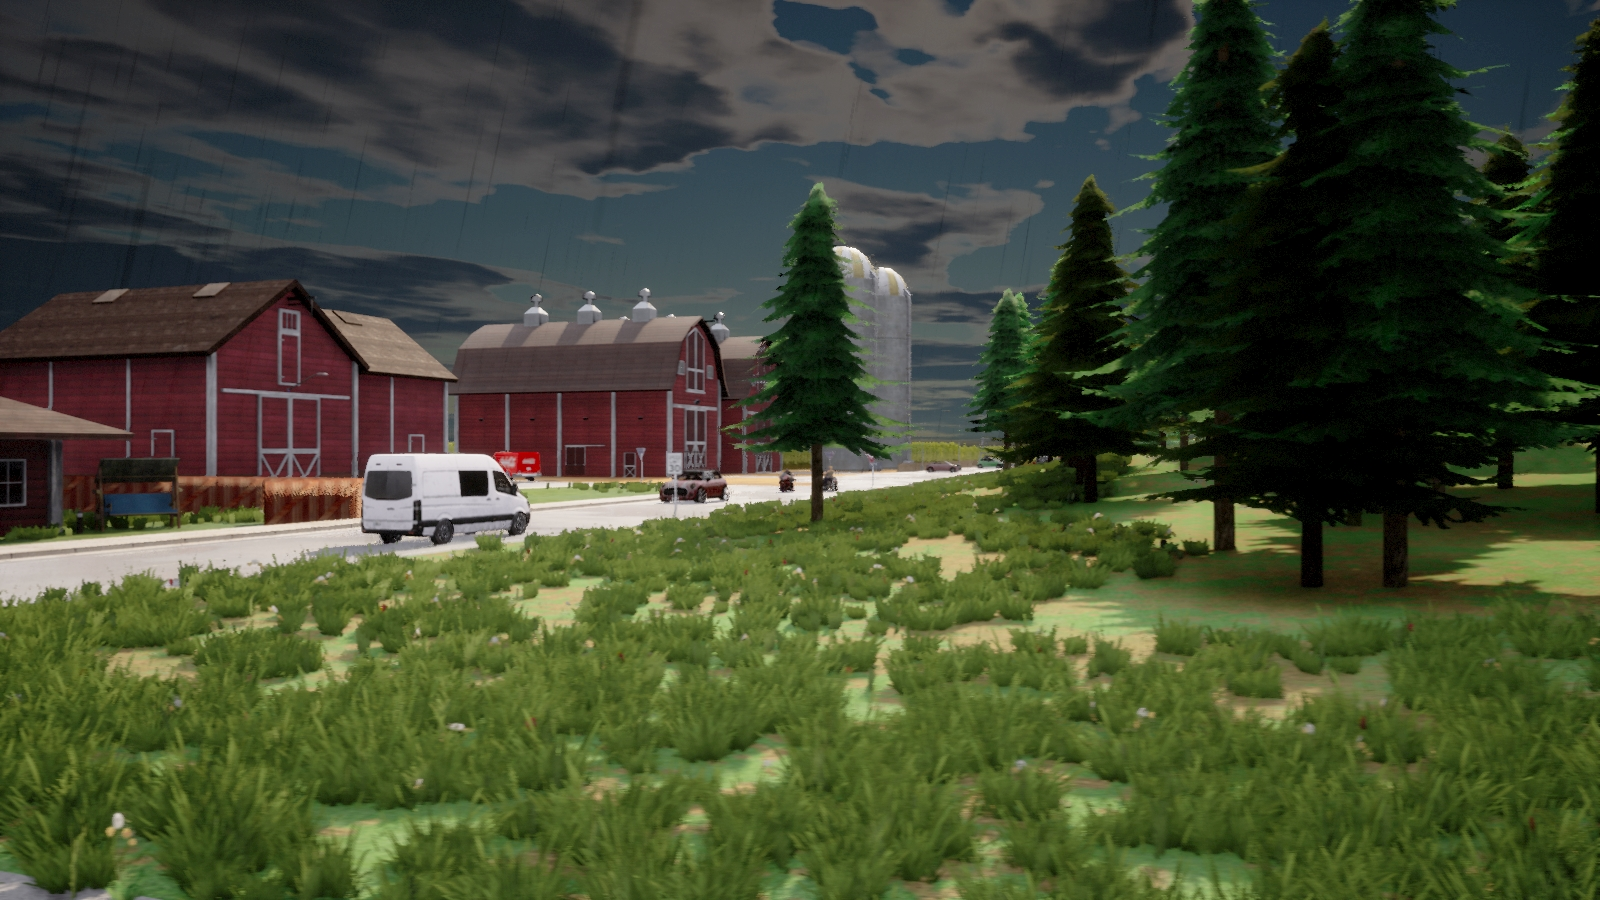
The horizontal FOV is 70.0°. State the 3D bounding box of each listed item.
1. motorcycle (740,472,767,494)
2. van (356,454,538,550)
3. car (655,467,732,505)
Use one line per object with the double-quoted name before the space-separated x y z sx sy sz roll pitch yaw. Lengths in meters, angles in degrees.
"motorcycle" -2.860 2.027 70.856 0.867 1.251 2.209 0 0 20
"van" -10.241 1.394 33.809 1.988 2.561 5.915 0 0 20
"car" -5.324 1.765 57.645 2.097 1.767 4.553 0 0 20
